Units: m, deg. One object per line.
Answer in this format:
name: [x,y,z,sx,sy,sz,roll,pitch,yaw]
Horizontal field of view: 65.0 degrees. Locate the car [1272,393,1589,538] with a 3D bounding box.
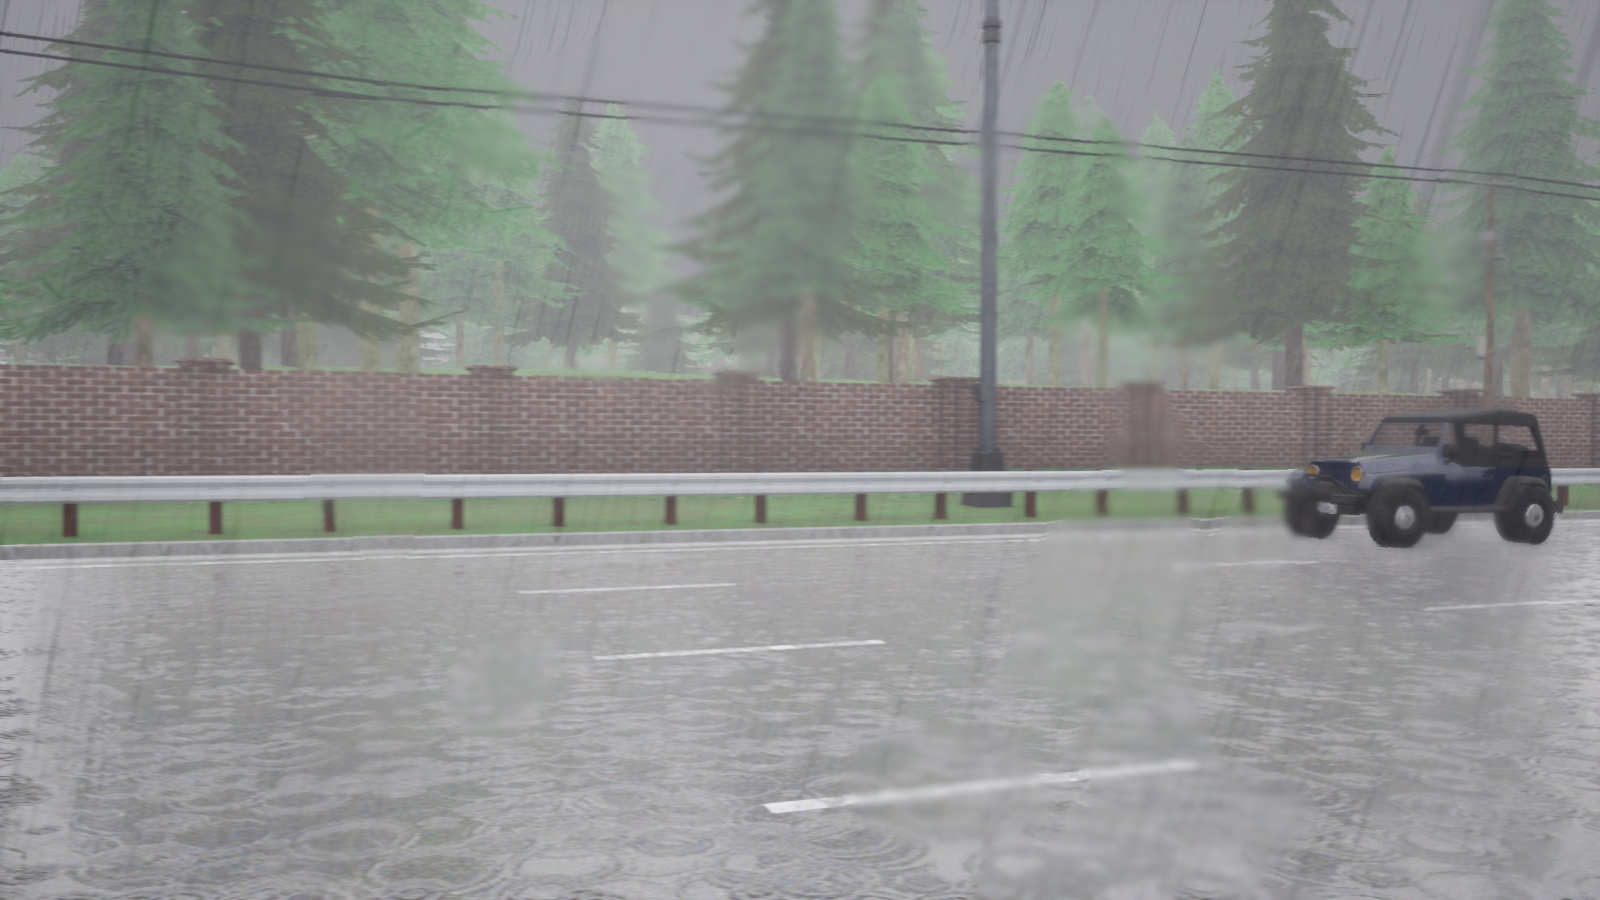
car: [8.946,0.162,17.862,3.866,1.878,1.905,-1,1,-21]
